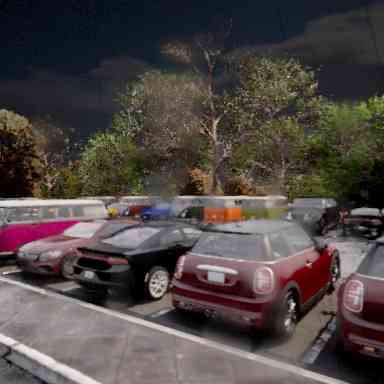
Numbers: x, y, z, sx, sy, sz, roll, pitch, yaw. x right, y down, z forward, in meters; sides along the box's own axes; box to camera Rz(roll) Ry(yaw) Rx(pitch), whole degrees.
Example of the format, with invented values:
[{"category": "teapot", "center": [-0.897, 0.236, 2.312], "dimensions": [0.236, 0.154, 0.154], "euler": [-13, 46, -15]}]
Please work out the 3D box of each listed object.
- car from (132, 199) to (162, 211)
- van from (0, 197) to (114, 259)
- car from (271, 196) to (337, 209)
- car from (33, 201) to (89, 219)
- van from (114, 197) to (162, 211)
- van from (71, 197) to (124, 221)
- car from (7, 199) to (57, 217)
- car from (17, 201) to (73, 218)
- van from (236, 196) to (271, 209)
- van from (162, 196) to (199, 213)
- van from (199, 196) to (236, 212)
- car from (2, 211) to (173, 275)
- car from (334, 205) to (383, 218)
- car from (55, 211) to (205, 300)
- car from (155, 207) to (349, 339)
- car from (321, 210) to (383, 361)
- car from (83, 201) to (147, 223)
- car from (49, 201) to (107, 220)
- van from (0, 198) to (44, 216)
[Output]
[{"category": "car", "center": [-1.895, 1.535, 25.673], "dimensions": [2.097, 1.535, 5.008], "euler": [-1, -1, 36]}, {"category": "van", "center": [-5.206, 1.280, 11.808], "dimensions": [1.878, 1.987, 4.442], "euler": [0, 0, 36]}, {"category": "car", "center": [6.979, 1.248, 19.281], "dimensions": [2.435, 2.045, 5.566], "euler": [0, 0, 36]}, {"category": "car", "center": [-13.162, 1.770, 33.724], "dimensions": [2.097, 1.535, 5.008], "euler": [-1, -1, 36]}, {"category": "van", "center": [-4.221, 1.356, 27.188], "dimensions": [1.878, 1.987, 4.442], "euler": [-1, -1, 36]}, {"category": "van", "center": [-8.589, 1.450, 30.602], "dimensions": [1.878, 1.987, 4.442], "euler": [-1, -1, 36]}, {"category": "car", "center": [-17.684, 1.738, 36.929], "dimensions": [2.185, 1.767, 4.553], "euler": [-1, -1, 36]}, {"category": "car", "center": [-15.516, 1.819, 35.409], "dimensions": [2.097, 1.535, 5.008], "euler": [-1, -1, 36]}, {"category": "van", "center": [4.810, 1.276, 21.011], "dimensions": [1.878, 1.987, 4.442], "euler": [0, 0, 36]}, {"category": "van", "center": [0.163, 1.280, 24.050], "dimensions": [1.878, 1.987, 4.442], "euler": [-1, 0, 36]}, {"category": "van", "center": [2.659, 1.278, 22.550], "dimensions": [1.878, 1.987, 4.442], "euler": [0, 0, 36]}, {"category": "car", "center": [-2.879, 1.543, 10.289], "dimensions": [2.002, 1.452, 4.674], "euler": [0, 0, 36]}, {"category": "car", "center": [9.346, 1.496, 17.614], "dimensions": [2.097, 1.535, 5.008], "euler": [0, 0, 36]}, {"category": "car", "center": [-0.627, 1.501, 8.667], "dimensions": [2.097, 1.535, 5.008], "euler": [0, 0, 36]}, {"category": "car", "center": [1.616, 1.373, 7.030], "dimensions": [2.185, 1.767, 4.553], "euler": [0, 0, 36]}, {"category": "car", "center": [3.874, 1.371, 5.415], "dimensions": [2.185, 1.767, 4.553], "euler": [0, 0, 36]}, {"category": "car", "center": [-6.508, 1.626, 28.741], "dimensions": [1.946, 1.575, 5.366], "euler": [-1, -1, 36]}, {"category": "car", "center": [-10.910, 1.724, 32.111], "dimensions": [2.231, 1.521, 4.892], "euler": [-1, -1, 36]}, {"category": "van", "center": [-19.851, 1.685, 38.662], "dimensions": [1.878, 1.987, 4.442], "euler": [-1, -1, 36]}]
